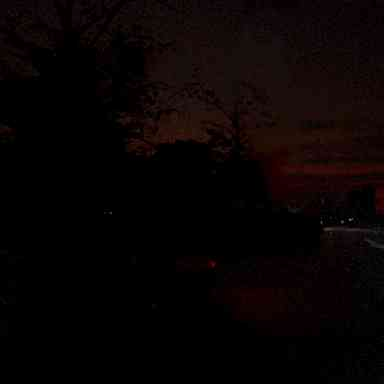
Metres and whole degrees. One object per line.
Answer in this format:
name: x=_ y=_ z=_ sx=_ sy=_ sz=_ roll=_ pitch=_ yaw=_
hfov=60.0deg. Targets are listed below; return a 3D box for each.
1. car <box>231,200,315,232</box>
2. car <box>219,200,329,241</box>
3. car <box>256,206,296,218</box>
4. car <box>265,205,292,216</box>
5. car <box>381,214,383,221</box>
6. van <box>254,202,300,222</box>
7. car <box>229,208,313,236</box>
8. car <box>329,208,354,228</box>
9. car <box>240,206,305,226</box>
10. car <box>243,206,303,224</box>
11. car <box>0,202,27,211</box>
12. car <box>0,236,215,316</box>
car: x=5.722 y=1.626 z=23.707 sx=5.566 sy=2.045 sz=2.435 roll=0 pitch=-1 yaw=15
car: x=4.297 y=1.494 z=18.435 sx=5.566 sy=2.045 sz=2.435 roll=0 pitch=-1 yaw=15
car: x=11.537 y=2.734 z=45.647 sx=5.008 sy=1.535 sz=1.882 roll=-1 pitch=-4 yaw=35
car: x=14.988 y=3.256 z=57.565 sx=4.553 sy=1.767 sz=2.185 roll=0 pitch=-3 yaw=16
car: x=20.488 y=2.268 z=30.545 sx=5.366 sy=1.575 sz=1.946 roll=0 pitch=-2 yaw=15
van: x=8.769 y=2.018 z=34.451 sx=4.442 sy=1.987 sz=1.878 roll=0 pitch=-2 yaw=15
car: x=4.969 y=1.809 z=21.012 sx=4.892 sy=1.521 sz=2.231 roll=0 pitch=-1 yaw=15
car: x=11.868 y=2.074 z=27.151 sx=1.837 sy=1.490 sz=4.892 roll=0 pitch=-2 yaw=16
car: x=7.028 y=2.047 z=29.267 sx=5.366 sy=1.575 sz=1.946 roll=0 pitch=-2 yaw=15
car: x=7.734 y=2.138 z=31.831 sx=5.366 sy=1.575 sz=1.946 roll=0 pitch=-2 yaw=15
car: x=-28.453 y=2.291 z=52.485 sx=1.895 sy=1.301 sz=4.718 roll=1 pitch=-3 yaw=16
car: x=-1.871 y=1.633 z=7.087 sx=4.718 sy=1.301 sz=1.895 roll=0 pitch=0 yaw=5
